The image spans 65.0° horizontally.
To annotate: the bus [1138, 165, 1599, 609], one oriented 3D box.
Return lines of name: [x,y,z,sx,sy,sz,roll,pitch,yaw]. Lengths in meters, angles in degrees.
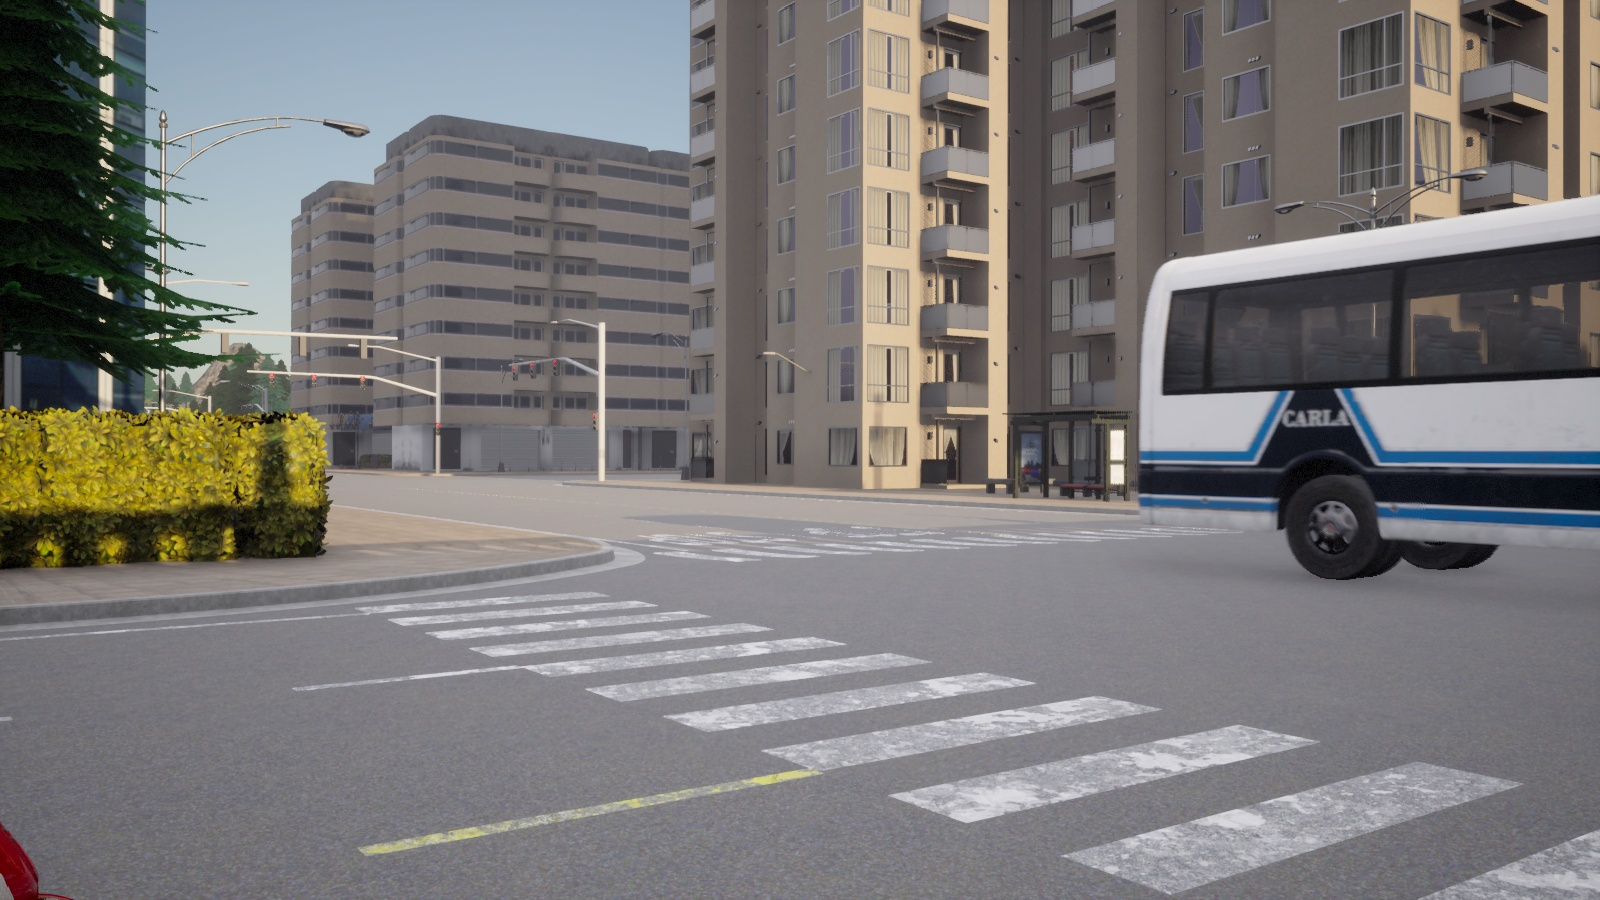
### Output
bus: [9.046,-0.609,13.544,3.944,4.253,10.273,0,0,-35]

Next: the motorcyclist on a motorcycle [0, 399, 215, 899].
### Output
motorcyclist on a motorcycle: [-2.100,0.708,2.209,1.817,1.590,0.866,0,0,-35]
